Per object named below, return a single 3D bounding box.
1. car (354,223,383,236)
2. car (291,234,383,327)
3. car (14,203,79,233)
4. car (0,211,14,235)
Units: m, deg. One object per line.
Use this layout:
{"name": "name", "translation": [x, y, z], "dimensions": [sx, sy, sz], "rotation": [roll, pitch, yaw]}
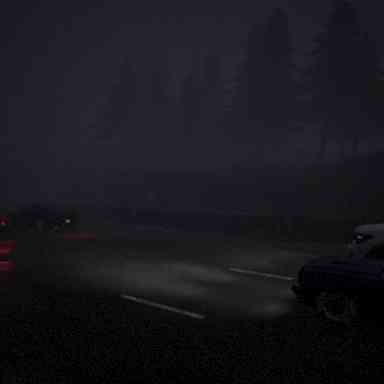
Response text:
{"name": "car", "translation": [6.729, 1.230, 7.791], "dimensions": [5.566, 2.045, 2.150], "rotation": [1, 0, 35]}
{"name": "car", "translation": [4.139, 1.604, 5.339], "dimensions": [4.718, 1.301, 1.895], "rotation": [1, 0, 35]}
{"name": "car", "translation": [-8.410, 1.335, 18.576], "dimensions": [5.008, 1.535, 1.882], "rotation": [1, 0, 35]}
{"name": "car", "translation": [-10.856, 1.454, 16.020], "dimensions": [4.718, 1.301, 1.895], "rotation": [1, 0, 35]}
